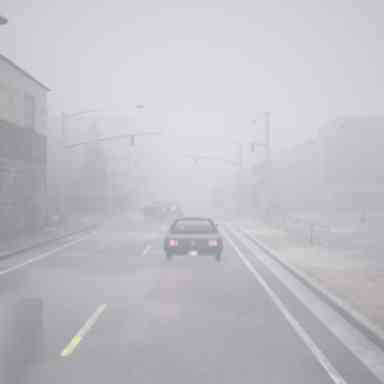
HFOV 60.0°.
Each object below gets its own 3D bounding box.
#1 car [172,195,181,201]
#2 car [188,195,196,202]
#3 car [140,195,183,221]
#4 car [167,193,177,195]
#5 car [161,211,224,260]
[{"bbox_3d":[-3.505,1.323,74.586,1.812,1.442,4.674,0,0,0],"label":"car"},{"bbox_3d":[-0.005,1.325,71.000,2.128,1.511,4.902,0,0,0],"label":"car"},{"bbox_3d":[-2.673,1.397,28.150,2.097,1.767,4.553,0,-1,-34],"label":"car"},{"bbox_3d":[-3.547,1.183,58.756,2.150,2.045,5.566,0,0,1],"label":"car"},{"bbox_3d":[0.060,1.593,12.434,1.895,1.301,4.718,0,0,0],"label":"car"}]
